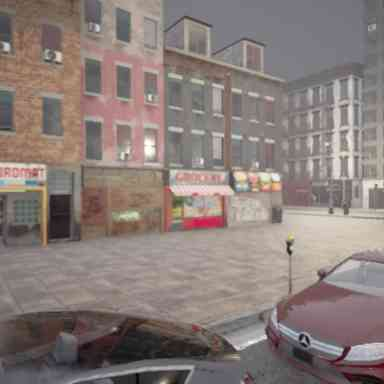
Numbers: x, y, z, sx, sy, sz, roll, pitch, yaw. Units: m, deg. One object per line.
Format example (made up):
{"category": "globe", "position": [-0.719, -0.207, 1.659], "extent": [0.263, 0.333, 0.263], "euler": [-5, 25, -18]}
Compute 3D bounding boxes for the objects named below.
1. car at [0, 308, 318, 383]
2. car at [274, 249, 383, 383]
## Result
{"category": "car", "position": [-1.504, 1.567, 1.739], "extent": [4.313, 1.339, 1.947], "euler": [0, 0, -35]}
{"category": "car", "position": [2.934, 1.573, 4.905], "extent": [4.206, 1.307, 1.802], "euler": [0, 0, -35]}
